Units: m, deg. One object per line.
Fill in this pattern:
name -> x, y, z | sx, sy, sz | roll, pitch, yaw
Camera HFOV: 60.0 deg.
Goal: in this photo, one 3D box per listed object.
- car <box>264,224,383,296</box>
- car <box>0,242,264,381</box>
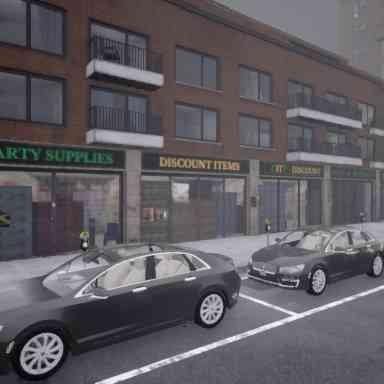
car -> 3.335, 1.551, 8.565 | 4.403, 1.369, 2.008 | 0, 0, -35
car -> -1.158, 1.551, 5.362 | 4.403, 1.369, 2.008 | 0, 0, -35
